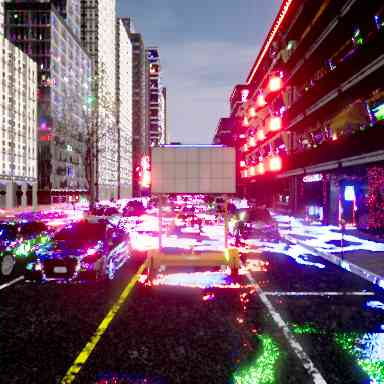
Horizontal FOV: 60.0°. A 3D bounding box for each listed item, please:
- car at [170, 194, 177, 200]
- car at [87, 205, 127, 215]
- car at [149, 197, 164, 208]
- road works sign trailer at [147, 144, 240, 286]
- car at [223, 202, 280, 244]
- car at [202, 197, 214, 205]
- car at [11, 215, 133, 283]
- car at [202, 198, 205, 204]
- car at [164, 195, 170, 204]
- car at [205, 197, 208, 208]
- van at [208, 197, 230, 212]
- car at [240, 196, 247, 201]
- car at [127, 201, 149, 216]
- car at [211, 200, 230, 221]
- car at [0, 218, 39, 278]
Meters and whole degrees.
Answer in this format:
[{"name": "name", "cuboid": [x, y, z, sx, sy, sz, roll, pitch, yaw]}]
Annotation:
[{"name": "car", "cuboid": [-5.395, 1.396, 92.371, 2.192, 1.841, 5.009, 0, 0, 0]}, {"name": "car", "cuboid": [-5.622, 1.528, 21.084, 1.752, 1.417, 4.829, 0, 0, 0]}, {"name": "car", "cuboid": [-5.533, 1.546, 48.747, 1.752, 1.417, 4.829, 0, 0, 0]}, {"name": "road works sign trailer", "cuboid": [0.030, 0.464, 9.372, 2.380, 3.560, 2.880, 0, 0, 0]}, {"name": "car", "cuboid": [2.741, 1.441, 15.694, 1.967, 1.590, 4.097, 0, 0, 0]}, {"name": "car", "cuboid": [2.882, 1.582, 59.956, 2.008, 1.369, 4.403, 0, 0, 0]}, {"name": "car", "cuboid": [-2.969, 1.564, 9.493, 1.994, 1.385, 4.181, 0, 0, 0]}, {"name": "car", "cuboid": [2.847, 1.571, 48.890, 2.008, 1.369, 4.403, 0, 0, 0]}, {"name": "car", "cuboid": [-5.498, 1.576, 59.983, 1.887, 1.381, 4.507, 0, 0, 0]}, {"name": "car", "cuboid": [2.811, 1.453, 37.825, 1.967, 1.590, 4.097, 0, 0, 0]}, {"name": "van", "cuboid": [2.794, 1.350, 32.292, 1.690, 1.788, 3.998, 0, 0, 0]}, {"name": "car", "cuboid": [13.681, 1.399, 79.327, 4.403, 1.369, 2.008, -1, 1, 0]}, {"name": "car", "cuboid": [-5.587, 1.591, 32.320, 1.802, 1.307, 4.206, 0, 0, 0]}, {"name": "car", "cuboid": [2.776, 1.588, 26.760, 1.802, 1.307, 4.206, 0, 0, 0]}, {"name": "car", "cuboid": [-5.657, 1.544, 10.189, 1.887, 1.381, 4.507, 0, 0, 0]}]
